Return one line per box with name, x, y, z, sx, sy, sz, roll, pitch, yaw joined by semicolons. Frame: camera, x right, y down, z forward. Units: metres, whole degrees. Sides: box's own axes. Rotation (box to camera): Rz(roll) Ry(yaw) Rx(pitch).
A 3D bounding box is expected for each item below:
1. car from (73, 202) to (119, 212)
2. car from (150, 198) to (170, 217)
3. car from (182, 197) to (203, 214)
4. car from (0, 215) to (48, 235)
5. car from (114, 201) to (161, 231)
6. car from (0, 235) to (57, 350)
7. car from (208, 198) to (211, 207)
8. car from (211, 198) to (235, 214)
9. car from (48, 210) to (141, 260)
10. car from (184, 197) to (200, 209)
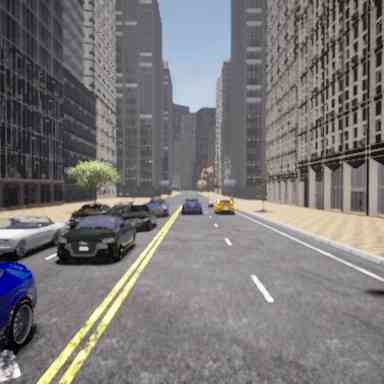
car;-6.500;1.494;21.999;1.837;1.490;4.892;0;0;0
car;-3.238;1.338;31.144;2.097;1.767;4.553;0;0;0
car;0.015;1.336;34.665;2.097;1.767;4.553;0;0;0
car;-6.576;1.594;12.678;1.895;1.301;4.718;0;0;0
car;-3.262;1.516;20.856;1.812;1.442;4.674;0;0;1
car;-3.339;1.522;3.521;1.812;1.442;4.674;0;0;0
car;3.363;1.573;49.683;1.895;1.301;4.718;0;0;0
car;3.366;1.463;35.294;1.882;1.535;5.008;0;0;0
car;-3.320;1.558;12.266;1.994;1.385;4.181;0;0;1
car;0.043;1.467;47.170;2.128;1.511;4.902;0;0;1
